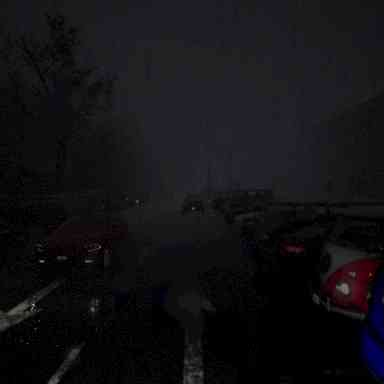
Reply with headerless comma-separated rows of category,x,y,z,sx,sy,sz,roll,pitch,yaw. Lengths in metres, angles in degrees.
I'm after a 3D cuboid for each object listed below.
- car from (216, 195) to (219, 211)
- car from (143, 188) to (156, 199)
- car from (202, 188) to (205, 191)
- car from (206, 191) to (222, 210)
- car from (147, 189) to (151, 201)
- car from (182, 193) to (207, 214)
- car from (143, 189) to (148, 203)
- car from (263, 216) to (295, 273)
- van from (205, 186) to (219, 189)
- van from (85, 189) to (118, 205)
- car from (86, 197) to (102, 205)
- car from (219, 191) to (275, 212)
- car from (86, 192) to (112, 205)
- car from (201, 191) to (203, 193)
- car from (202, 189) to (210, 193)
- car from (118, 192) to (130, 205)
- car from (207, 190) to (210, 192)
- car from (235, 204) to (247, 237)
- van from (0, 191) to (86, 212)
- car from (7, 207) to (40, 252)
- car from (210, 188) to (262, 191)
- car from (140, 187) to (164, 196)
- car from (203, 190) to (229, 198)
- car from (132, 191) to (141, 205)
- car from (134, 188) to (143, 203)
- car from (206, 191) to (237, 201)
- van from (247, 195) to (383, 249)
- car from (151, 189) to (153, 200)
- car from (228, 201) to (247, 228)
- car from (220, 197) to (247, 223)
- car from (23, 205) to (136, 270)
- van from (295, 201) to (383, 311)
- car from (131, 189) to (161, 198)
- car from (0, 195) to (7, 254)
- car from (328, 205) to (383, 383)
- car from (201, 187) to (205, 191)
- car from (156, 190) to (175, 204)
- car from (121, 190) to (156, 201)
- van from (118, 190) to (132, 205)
car,4.431,1.149,25.395,4.674,1.452,2.002,0,1,0
car,-8.114,0.579,47.926,5.008,1.535,2.097,0,1,0
car,4.457,0.486,53.645,4.674,1.452,2.002,0,1,0
car,4.252,0.973,31.044,5.366,1.575,1.946,0,1,0
car,-8.127,0.715,42.156,5.008,1.535,2.097,0,1,0
car,0.121,1.075,28.777,1.812,1.442,4.674,0,1,0
car,-8.120,0.781,39.333,5.008,1.535,2.097,0,1,0
car,4.418,1.470,8.422,4.674,1.452,2.002,0,0,0
van,4.331,0.419,45.164,4.442,1.987,1.878,0,1,0
van,-8.254,0.884,25.338,4.442,1.987,1.878,0,1,0
car,-8.174,1.271,19.700,4.792,1.488,2.163,0,1,0
car,4.400,1.049,22.567,4.553,1.767,2.185,0,1,0
car,-8.108,1.053,22.394,4.553,1.767,2.185,0,1,0
car,0.130,0.806,43.443,1.895,1.301,4.718,0,1,0
car,4.258,0.774,39.519,5.366,1.575,1.946,0,1,0
car,-8.140,1.044,28.167,4.892,1.521,2.231,0,1,0
car,4.627,0.840,36.694,5.366,1.575,1.946,0,1,0
car,4.423,1.409,14.087,4.674,1.452,2.002,0,1,0
van,-8.027,1.082,16.869,4.442,1.987,1.878,0,1,0
car,-8.147,1.411,11.094,5.008,1.535,2.097,0,0,0
car,4.408,0.784,33.866,4.553,1.767,2.185,0,1,0
car,-8.046,-0.032,67.692,4.553,1.767,2.185,0,1,0
car,4.463,0.281,62.121,4.674,1.452,2.002,0,1,0
car,-8.134,0.913,33.688,5.008,1.535,2.097,0,1,0
car,-8.157,0.722,36.508,4.553,1.767,2.185,0,1,0
car,4.449,0.552,50.820,4.674,1.452,2.002,0,1,0
van,4.307,1.185,11.126,4.442,1.987,1.878,0,1,0
car,-8.150,0.675,45.104,4.792,1.488,2.163,0,1,0
car,4.430,1.347,16.921,4.674,1.452,2.002,0,1,0
car,4.435,1.241,19.744,5.008,1.535,2.097,0,1,0
car,-3.325,1.408,11.011,1.882,1.535,5.008,0,0,0
van,4.302,1.221,5.595,4.442,1.987,1.878,0,0,0
car,-8.121,0.312,59.218,4.892,1.521,2.231,0,1,0
car,-8.127,1.179,8.258,5.566,2.045,2.435,0,0,0
car,4.445,1.212,2.769,5.566,2.045,2.435,0,0,0
car,4.463,0.310,59.293,5.008,1.535,2.097,0,1,0
car,-3.307,0.721,43.864,1.812,1.442,4.674,0,1,0
car,-8.112,0.513,50.749,5.008,1.535,2.097,0,1,0
van,-8.247,0.751,30.986,4.442,1.987,1.878,0,1,0
